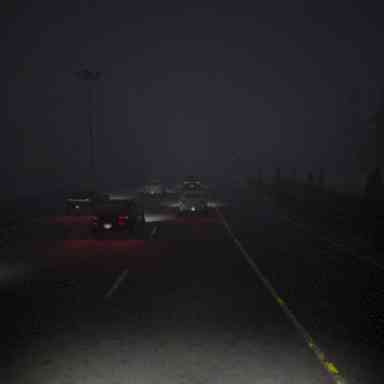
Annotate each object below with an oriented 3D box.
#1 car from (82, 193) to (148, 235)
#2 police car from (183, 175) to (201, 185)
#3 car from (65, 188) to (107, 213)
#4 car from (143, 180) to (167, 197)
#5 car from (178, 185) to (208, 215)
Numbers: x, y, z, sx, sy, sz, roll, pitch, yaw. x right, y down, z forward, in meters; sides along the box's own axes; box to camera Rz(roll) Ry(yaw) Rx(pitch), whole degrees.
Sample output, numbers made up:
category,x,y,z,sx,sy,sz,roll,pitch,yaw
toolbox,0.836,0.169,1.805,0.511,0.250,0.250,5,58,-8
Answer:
category,x,y,z,sx,sy,sz,roll,pitch,yaw
car,-3.410,1.048,15.731,1.812,1.442,4.674,0,4,0
police car,-0.014,-1.042,36.454,2.038,1.542,4.974,0,7,0
car,-6.938,0.485,22.517,2.128,1.511,4.902,0,5,0
car,-3.486,-0.444,31.390,1.812,1.442,4.674,0,6,0
car,0.066,0.579,21.849,1.812,1.442,4.674,0,5,0
